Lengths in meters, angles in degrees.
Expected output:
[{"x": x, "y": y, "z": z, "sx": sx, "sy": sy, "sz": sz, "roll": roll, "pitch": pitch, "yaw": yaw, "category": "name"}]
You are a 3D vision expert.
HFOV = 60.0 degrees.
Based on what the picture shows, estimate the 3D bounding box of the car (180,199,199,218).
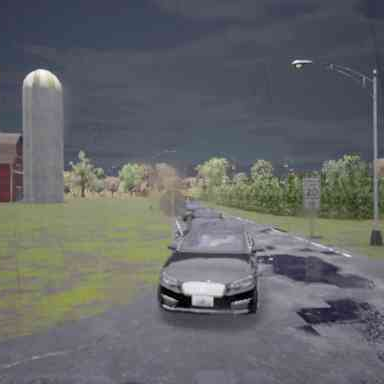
[{"x": 0.007, "y": 1.604, "z": 27.583, "sx": 2.033, "sy": 1.411, "sz": 5.357, "roll": -1, "pitch": 0, "yaw": -5, "category": "car"}]

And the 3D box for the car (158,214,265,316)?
[{"x": 0.615, "y": 1.534, "z": 7.897, "sx": 2.128, "sy": 1.511, "sz": 4.902, "roll": 0, "pitch": 0, "yaw": 10, "category": "car"}]

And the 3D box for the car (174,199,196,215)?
[{"x": -0.849, "y": 1.560, "z": 36.757, "sx": 2.128, "sy": 1.511, "sz": 4.902, "roll": -1, "pitch": 0, "yaw": -6, "category": "car"}]

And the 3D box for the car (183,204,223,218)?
[{"x": 0.757, "y": 1.611, "z": 19.001, "sx": 1.994, "sy": 1.385, "sz": 4.181, "roll": -1, "pitch": 0, "yaw": -4, "category": "car"}]
